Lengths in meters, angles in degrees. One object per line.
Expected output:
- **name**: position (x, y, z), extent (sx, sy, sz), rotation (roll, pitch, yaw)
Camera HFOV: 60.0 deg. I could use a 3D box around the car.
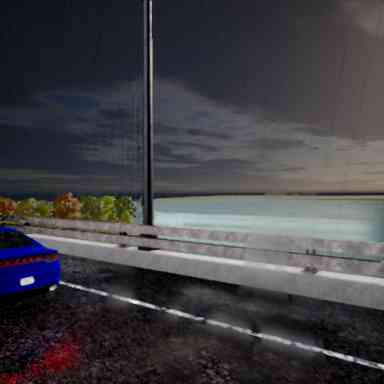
- **car**: position (-5.082, 1.523, 7.657), extent (5.008, 1.535, 1.882), rotation (0, 0, 36)
